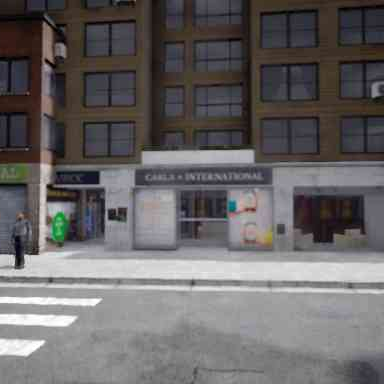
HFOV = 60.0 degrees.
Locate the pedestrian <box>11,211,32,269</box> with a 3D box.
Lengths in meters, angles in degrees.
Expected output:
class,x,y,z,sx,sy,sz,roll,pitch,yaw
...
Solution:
class,x,y,z,sx,sy,sz,roll,pitch,yaw
pedestrian,-5.496,1.490,10.607,0.375,1.860,0.375,0,-2,6
